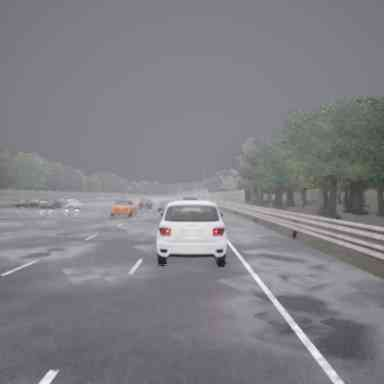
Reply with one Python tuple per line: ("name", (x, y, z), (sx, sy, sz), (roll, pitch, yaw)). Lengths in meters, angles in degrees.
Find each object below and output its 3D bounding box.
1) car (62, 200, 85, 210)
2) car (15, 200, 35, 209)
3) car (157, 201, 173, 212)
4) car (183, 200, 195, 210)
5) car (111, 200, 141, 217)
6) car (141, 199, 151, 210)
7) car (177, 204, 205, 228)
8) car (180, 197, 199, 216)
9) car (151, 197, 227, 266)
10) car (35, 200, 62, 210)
("car", (-18.135, 1.992, 51.847), (1.812, 1.442, 4.674), (0, -1, -1))
("car", (-25.101, 1.922, 51.053), (1.895, 1.301, 4.718), (1, -2, -1))
("car", (-3.902, 2.060, 48.832), (2.033, 1.411, 5.357), (0, -1, -1))
("car", (-0.563, 2.110, 54.783), (1.837, 1.490, 4.892), (0, -1, -2))
("car", (-7.131, 1.679, 35.431), (2.097, 1.767, 4.553), (0, -1, -1))
("car", (-7.554, 1.913, 54.368), (2.097, 1.767, 4.553), (0, -1, -2))
("car", (-0.097, 1.727, 25.504), (1.882, 1.535, 5.008), (0, -1, -1))
("car", (-0.308, 1.645, 39.961), (2.150, 2.045, 5.566), (0, -1, -1))
("car", (-0.011, 1.324, 12.125), (2.150, 2.045, 5.566), (0, -1, 0))
("car", (-21.613, 1.987, 51.348), (2.033, 1.411, 5.357), (0, -1, -1))
